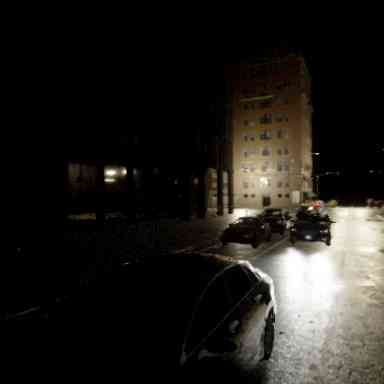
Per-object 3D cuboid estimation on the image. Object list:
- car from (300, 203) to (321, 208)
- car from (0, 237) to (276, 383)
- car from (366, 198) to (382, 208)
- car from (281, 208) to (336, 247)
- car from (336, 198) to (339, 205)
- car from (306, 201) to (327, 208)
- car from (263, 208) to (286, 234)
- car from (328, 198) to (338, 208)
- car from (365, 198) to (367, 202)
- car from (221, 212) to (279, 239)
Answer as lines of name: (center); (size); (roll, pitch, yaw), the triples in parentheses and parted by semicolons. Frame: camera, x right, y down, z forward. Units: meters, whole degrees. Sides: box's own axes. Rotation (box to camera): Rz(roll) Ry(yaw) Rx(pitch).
car: (12.734, 2.185, 36.766); (1.947, 1.339, 4.313); (-1, -1, 26)
car: (-0.330, 1.581, 3.801); (1.837, 1.490, 4.892); (-1, -1, 26)
car: (37.215, 2.329, 67.393); (2.192, 1.841, 5.009); (-1, -1, 26)
car: (6.237, 1.786, 17.008); (2.128, 1.511, 4.902); (-1, -1, 26)
car: (32.056, 2.737, 76.240); (1.947, 1.339, 4.313); (-1, -1, 26)
car: (15.212, 2.015, 41.836); (2.192, 1.841, 5.009); (-1, -1, 26)
car: (5.296, 1.817, 21.574); (1.967, 1.590, 4.097); (-1, -1, 26)
car: (29.495, 2.628, 71.009); (1.752, 1.417, 4.829); (-1, -1, 26)
car: (42.189, 2.690, 77.550); (1.887, 1.381, 4.507); (-1, -1, 26)
car: (2.817, 1.878, 16.505); (1.802, 1.307, 4.206); (-1, -1, 26)
